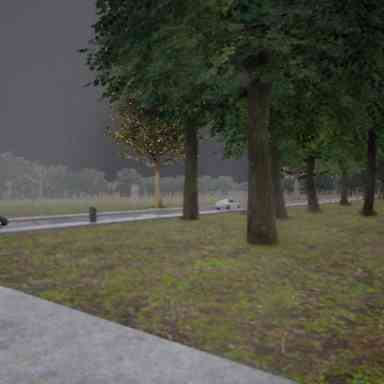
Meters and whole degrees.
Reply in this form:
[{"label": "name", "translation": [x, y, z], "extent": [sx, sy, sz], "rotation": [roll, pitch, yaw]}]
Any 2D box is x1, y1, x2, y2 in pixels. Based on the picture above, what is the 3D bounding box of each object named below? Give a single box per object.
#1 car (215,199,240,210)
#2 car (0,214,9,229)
[{"label": "car", "translation": [5.062, 1.775, 47.328], "extent": [1.812, 1.442, 4.674], "rotation": [-1, 0, 36]}, {"label": "car", "translation": [-14.102, 1.703, 20.731], "extent": [2.128, 1.511, 4.902], "rotation": [-1, 0, 36]}]
